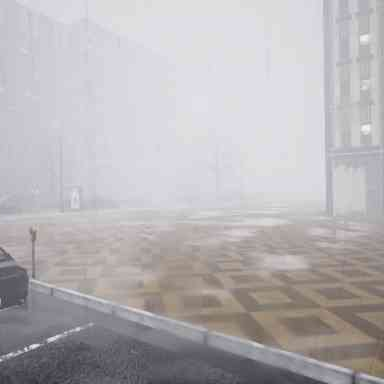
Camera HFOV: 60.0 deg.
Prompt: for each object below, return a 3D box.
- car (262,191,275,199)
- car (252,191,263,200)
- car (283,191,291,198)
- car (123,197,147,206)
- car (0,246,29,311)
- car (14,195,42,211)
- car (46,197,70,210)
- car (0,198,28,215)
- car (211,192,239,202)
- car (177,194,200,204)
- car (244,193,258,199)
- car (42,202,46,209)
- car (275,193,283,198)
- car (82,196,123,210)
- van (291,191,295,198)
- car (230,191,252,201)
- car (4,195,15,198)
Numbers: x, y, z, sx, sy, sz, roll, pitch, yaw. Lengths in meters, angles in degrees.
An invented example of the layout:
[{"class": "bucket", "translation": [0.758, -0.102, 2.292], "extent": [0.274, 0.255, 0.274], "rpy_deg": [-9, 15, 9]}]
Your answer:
[{"class": "car", "translation": [15.685, 0.740, 73.091], "extent": [2.192, 1.841, 5.009], "rpy_deg": [-1, 0, 36]}, {"class": "car", "translation": [12.447, 1.046, 68.613], "extent": [1.802, 1.307, 4.206], "rpy_deg": [-1, 0, 36]}, {"class": "car", "translation": [22.168, 0.932, 82.048], "extent": [1.802, 1.307, 4.206], "rpy_deg": [-1, 0, 36]}, {"class": "car", "translation": [-8.935, 1.355, 48.936], "extent": [1.895, 1.301, 4.718], "rpy_deg": [-1, 0, 36]}, {"class": "car", "translation": [-4.945, 1.553, 6.570], "extent": [4.403, 1.369, 2.008], "rpy_deg": [0, -1, 35]}, {"class": "car", "translation": [-20.265, 1.228, 37.701], "extent": [2.192, 1.841, 5.009], "rpy_deg": [-1, 0, 36]}, {"class": "car", "translation": [-14.910, 1.357, 40.686], "extent": [1.812, 1.442, 4.674], "rpy_deg": [-1, 0, 36]}, {"class": "car", "translation": [-16.714, 1.413, 28.309], "extent": [1.802, 1.307, 4.206], "rpy_deg": [-1, 0, 36]}, {"class": "car", "translation": [5.967, 1.093, 59.657], "extent": [2.008, 1.369, 4.403], "rpy_deg": [-1, 0, 36]}, {"class": "car", "translation": [-0.515, 1.062, 50.700], "extent": [1.967, 1.590, 4.097], "rpy_deg": [-1, 0, 36]}, {"class": "car", "translation": [15.380, 1.040, 86.961], "extent": [1.947, 1.339, 4.313], "rpy_deg": [-1, 0, 36]}, {"class": "car", "translation": [-17.022, 1.415, 42.180], "extent": [1.887, 1.381, 4.507], "rpy_deg": [-1, 0, 36]}, {"class": "car", "translation": [18.927, 0.938, 77.569], "extent": [2.008, 1.369, 4.403], "rpy_deg": [-1, 0, 36]}, {"class": "car", "translation": [-10.235, 1.186, 37.266], "extent": [1.967, 1.590, 4.097], "rpy_deg": [-1, 0, 36]}, {"class": "van", "translation": [25.406, 0.654, 86.526], "extent": [1.690, 1.788, 3.998], "rpy_deg": [-1, 0, 36]}, {"class": "car", "translation": [9.207, 1.048, 64.135], "extent": [1.887, 1.381, 4.507], "rpy_deg": [-1, 0, 36]}, {"class": "car", "translation": [-20.675, 1.385, 32.710], "extent": [1.882, 1.535, 5.008], "rpy_deg": [-1, 0, 37]}]
